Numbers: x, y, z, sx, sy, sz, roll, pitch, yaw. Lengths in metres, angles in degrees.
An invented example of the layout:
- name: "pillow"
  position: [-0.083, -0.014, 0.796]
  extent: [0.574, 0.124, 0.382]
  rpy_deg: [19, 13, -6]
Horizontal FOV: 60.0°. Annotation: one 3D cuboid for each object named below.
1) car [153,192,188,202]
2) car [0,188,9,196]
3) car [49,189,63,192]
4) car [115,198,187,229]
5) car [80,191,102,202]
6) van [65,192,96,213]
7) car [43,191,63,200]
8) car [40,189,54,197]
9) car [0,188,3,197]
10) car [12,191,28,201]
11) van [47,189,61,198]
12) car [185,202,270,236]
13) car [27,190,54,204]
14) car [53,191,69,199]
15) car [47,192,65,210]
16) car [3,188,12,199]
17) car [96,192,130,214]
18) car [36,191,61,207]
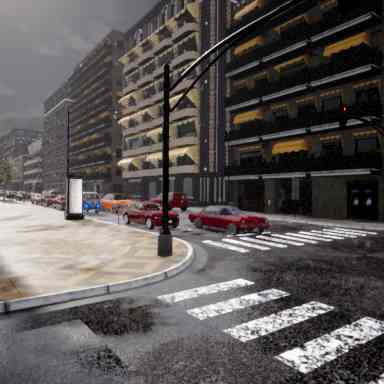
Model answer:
- name: "car"
  position: [-2.322, 0.936, 33.138]
  extent: [2.192, 1.841, 5.009]
  rpy_deg: [2, 0, -36]
- name: "car"
  position: [-42.402, -0.022, 73.913]
  extent: [2.192, 1.841, 5.009]
  rpy_deg: [2, 0, -36]
- name: "car"
  position: [-18.555, 0.611, 45.663]
  extent: [2.097, 1.767, 4.553]
  rpy_deg: [1, 1, -36]
- name: "car"
  position: [-2.434, 1.261, 19.053]
  extent: [1.887, 1.381, 4.507]
  rpy_deg: [2, 0, -36]
- name: "car"
  position: [-15.650, 0.710, 51.425]
  extent: [1.967, 1.590, 4.097]
  rpy_deg: [2, 0, -36]
- name: "van"
  position: [-9.090, 0.881, 28.197]
  extent: [1.690, 1.788, 3.998]
  rpy_deg: [2, 0, -36]
- name: "car"
  position: [-25.090, 0.599, 59.983]
  extent: [2.033, 1.411, 5.357]
  rpy_deg: [1, 0, -38]
- name: "car"
  position: [-32.307, 0.272, 74.283]
  extent: [1.967, 1.590, 4.097]
  rpy_deg: [2, 0, -36]
- name: "car"
  position: [-39.078, 0.301, 69.341]
  extent: [2.008, 1.369, 4.403]
  rpy_deg: [2, 0, -36]
- name: "car"
  position: [-25.749, 0.541, 51.055]
  extent: [1.967, 1.590, 4.097]
  rpy_deg: [2, 0, -36]
- name: "van"
  position: [-28.973, 0.260, 69.711]
  extent: [1.690, 1.788, 3.998]
  rpy_deg: [2, 0, -36]
- name: "car"
  position: [1.799, 1.402, 17.240]
  extent: [1.895, 1.301, 4.718]
  rpy_deg: [1, 0, -32]
- name: "car"
  position: [-18.990, 0.805, 41.774]
  extent: [1.752, 1.417, 4.829]
  rpy_deg: [2, 0, -36]
- name: "car"
  position: [-25.747, 0.529, 65.277]
  extent: [1.752, 1.417, 4.829]
  rpy_deg: [2, 0, -36]
- name: "car"
  position: [-12.427, 0.997, 32.768]
  extent: [1.887, 1.381, 4.507]
  rpy_deg: [2, 0, -36]
- name: "car"
  position: [-32.416, 0.470, 60.198]
  extent: [1.887, 1.381, 4.507]
  rpy_deg: [2, 0, -36]
- name: "car"
  position: [-6.221, 0.937, 28.633]
  extent: [2.097, 1.767, 4.553]
  rpy_deg: [1, 1, -36]
- name: "car"
  position: [-15.759, 0.909, 37.340]
  extent: [1.887, 1.381, 4.507]
  rpy_deg: [2, 0, -36]
